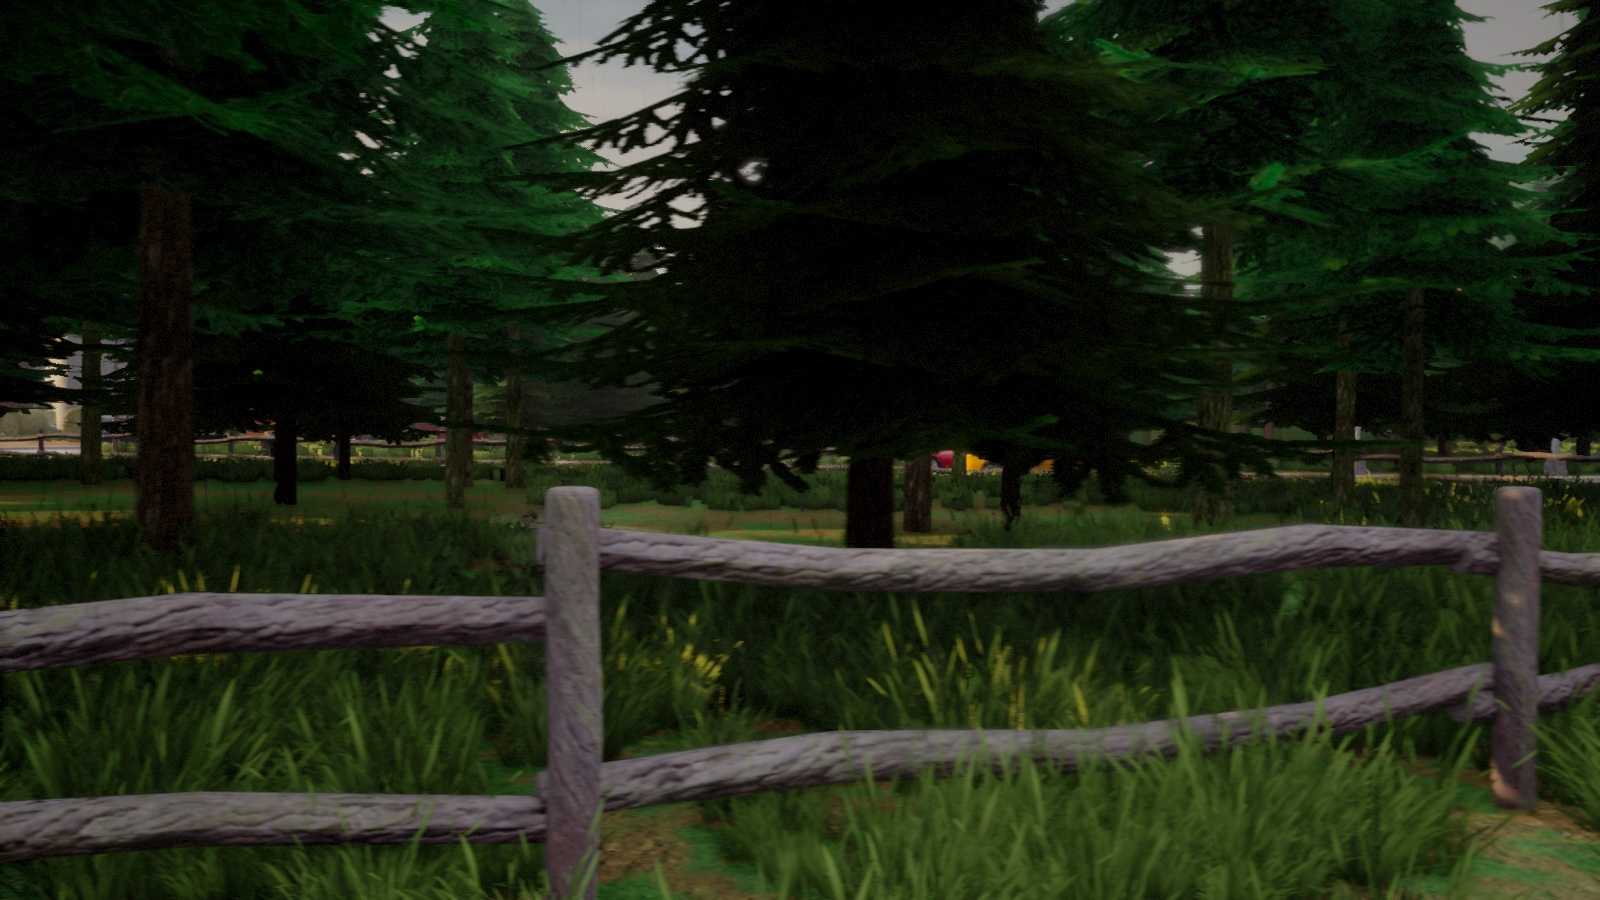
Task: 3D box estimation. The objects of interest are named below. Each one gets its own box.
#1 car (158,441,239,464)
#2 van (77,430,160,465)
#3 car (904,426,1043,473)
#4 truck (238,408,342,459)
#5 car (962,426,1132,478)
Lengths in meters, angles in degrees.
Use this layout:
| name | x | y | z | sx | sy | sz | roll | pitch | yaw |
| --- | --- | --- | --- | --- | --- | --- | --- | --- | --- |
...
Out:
| name | x | y | z | sx | sy | sz | roll | pitch | yaw |
| --- | --- | --- | --- | --- | --- | --- | --- | --- | --- |
| car | -36.103 | 0.122 | 75.519 | 1.895 | 1.301 | 4.718 | 0 | 1 | 12 |
| van | -40.033 | -0.157 | 73.897 | 1.775 | 1.987 | 4.442 | 0 | 1 | 12 |
| car | 5.919 | -0.011 | 42.630 | 4.514 | 1.525 | 2.007 | 0 | 1 | 13 |
| truck | -36.523 | -1.186 | 90.298 | 2.891 | 3.462 | 7.936 | 0 | 1 | 12 |
| car | 7.602 | 0.063 | 38.639 | 5.008 | 1.535 | 1.882 | 0 | 1 | 13 |
